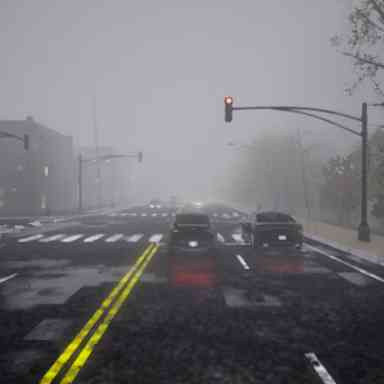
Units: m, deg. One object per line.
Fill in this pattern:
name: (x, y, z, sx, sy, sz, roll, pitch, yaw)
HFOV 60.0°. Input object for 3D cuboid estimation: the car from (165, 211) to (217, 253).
car: (-0.045, 1.539, 13.856, 1.837, 1.490, 4.892, 0, 0, -2)

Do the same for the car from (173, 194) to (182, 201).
car: (-3.219, 1.310, 75.895, 1.837, 1.490, 4.892, 0, 0, 0)

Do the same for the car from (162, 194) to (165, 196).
car: (-6.469, 1.310, 75.893, 1.837, 1.490, 4.892, 0, 0, 0)

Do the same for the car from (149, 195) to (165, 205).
car: (-6.509, 1.718, 60.150, 1.994, 1.385, 4.181, 0, 0, 1)

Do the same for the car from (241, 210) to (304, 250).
car: (3.327, 1.513, 14.597, 1.882, 1.535, 5.008, 0, 0, 1)

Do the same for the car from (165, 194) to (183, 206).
car: (-3.260, 1.506, 60.200, 2.097, 1.767, 4.553, 0, 0, 0)
